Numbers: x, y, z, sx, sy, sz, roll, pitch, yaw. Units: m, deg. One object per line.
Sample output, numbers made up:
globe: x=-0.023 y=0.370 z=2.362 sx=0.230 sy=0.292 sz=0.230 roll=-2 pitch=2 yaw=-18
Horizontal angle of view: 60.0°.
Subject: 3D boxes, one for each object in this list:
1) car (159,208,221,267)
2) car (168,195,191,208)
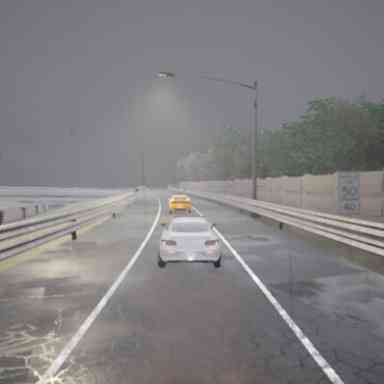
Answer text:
car: x=-0.097 y=1.498 z=11.203 sx=1.812 sy=1.442 sz=4.674 roll=0 pitch=1 yaw=-2
car: x=-1.154 y=1.022 z=30.571 sx=1.882 sy=1.535 sz=5.008 roll=0 pitch=1 yaw=-4
